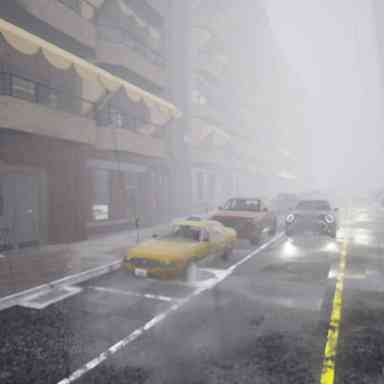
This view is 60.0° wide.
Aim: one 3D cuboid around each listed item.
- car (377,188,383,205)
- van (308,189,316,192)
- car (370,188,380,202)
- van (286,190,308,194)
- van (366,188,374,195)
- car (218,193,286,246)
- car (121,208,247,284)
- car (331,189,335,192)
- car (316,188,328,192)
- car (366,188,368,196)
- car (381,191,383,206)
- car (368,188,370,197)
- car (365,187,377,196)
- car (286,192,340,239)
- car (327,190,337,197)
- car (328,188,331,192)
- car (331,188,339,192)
[{"bbox_3d":[21.556,0.686,35.992,1.967,1.590,4.097,1,1,26],"label":"car"},{"bbox_3d":[9.661,0.839,29.536,1.690,1.788,3.998,1,1,26],"label":"van"},{"bbox_3d":[26.345,0.384,45.959,2.192,1.841,5.009,1,1,26],"label":"car"},{"bbox_3d":[7.248,0.932,24.559,1.690,1.788,3.998,1,1,26],"label":"van"},{"bbox_3d":[43.237,-0.151,80.797,1.690,1.788,3.998,1,1,26],"label":"van"},{"bbox_3d":[2.424,1.099,14.609,2.192,1.841,5.009,1,2,26],"label":"car"},{"bbox_3d":[-0.065,1.412,9.485,1.752,1.417,4.829,1,2,26],"label":"car"},{"bbox_3d":[21.724,0.619,54.420,1.947,1.339,4.313,1,1,26],"label":"car"},{"bbox_3d":[14.486,0.631,39.486,2.192,1.841,5.009,1,1,26],"label":"car"},{"bbox_3d":[35.997,0.318,65.871,1.802,1.307,4.206,1,1,26],"label":"car"},{"bbox_3d":[19.135,0.881,31.021,1.887,1.381,4.507,1,1,26],"label":"car"},{"bbox_3d":[31.171,0.339,55.916,1.967,1.590,4.097,1,1,26],"label":"car"},{"bbox_3d":[40.824,-0.103,75.820,2.192,1.841,5.009,1,1,26],"label":"car"},{"bbox_3d":[5.761,1.072,15.669,2.097,1.767,4.553,-1,1,26],"label":"car"},{"bbox_3d":[31.374,0.273,74.321,1.887,1.381,4.507,1,1,26],"label":"car"},{"bbox_3d":[16.899,0.542,44.461,2.192,1.841,5.009,1,1,26],"label":"car"},{"bbox_3d":[28.963,0.121,69.340,2.192,1.841,5.009,1,1,26],"label":"car"}]
